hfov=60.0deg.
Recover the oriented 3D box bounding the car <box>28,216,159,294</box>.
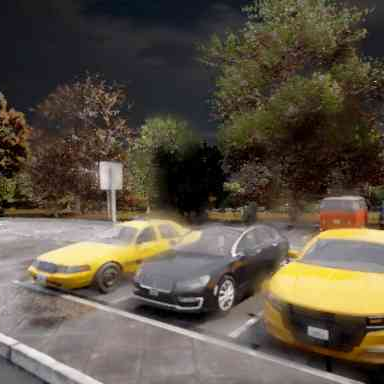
[{"bbox_3d":[-1.615,1.481,9.200,1.946,1.575,5.366,0,0,36],"label":"car"}]

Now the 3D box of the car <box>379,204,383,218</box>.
[{"bbox_3d":[10.802,1.214,16.665,2.435,2.045,5.566,0,0,36],"label":"car"}]

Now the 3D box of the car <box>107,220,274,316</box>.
[{"bbox_3d":[0.749,1.472,7.746,2.231,1.521,4.892,0,0,36],"label":"car"}]

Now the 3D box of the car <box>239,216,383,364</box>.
[{"bbox_3d":[3.005,1.467,6.135,2.097,1.535,5.008,0,0,36],"label":"car"}]

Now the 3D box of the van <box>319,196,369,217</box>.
[{"bbox_3d":[8.502,1.244,18.419,1.878,1.987,4.442,0,0,36],"label":"van"}]
